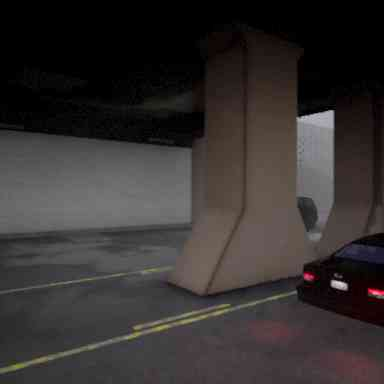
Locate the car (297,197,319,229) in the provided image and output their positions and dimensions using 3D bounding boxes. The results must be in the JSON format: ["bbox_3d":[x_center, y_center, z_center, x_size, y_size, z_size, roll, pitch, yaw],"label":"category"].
[{"bbox_3d":[5.634,1.312,20.903,5.566,2.045,2.150,0,0,-35],"label":"car"}]

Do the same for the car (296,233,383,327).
[{"bbox_3d":[4.451,1.588,6.926,5.357,1.411,2.033,0,0,-36],"label":"car"}]
